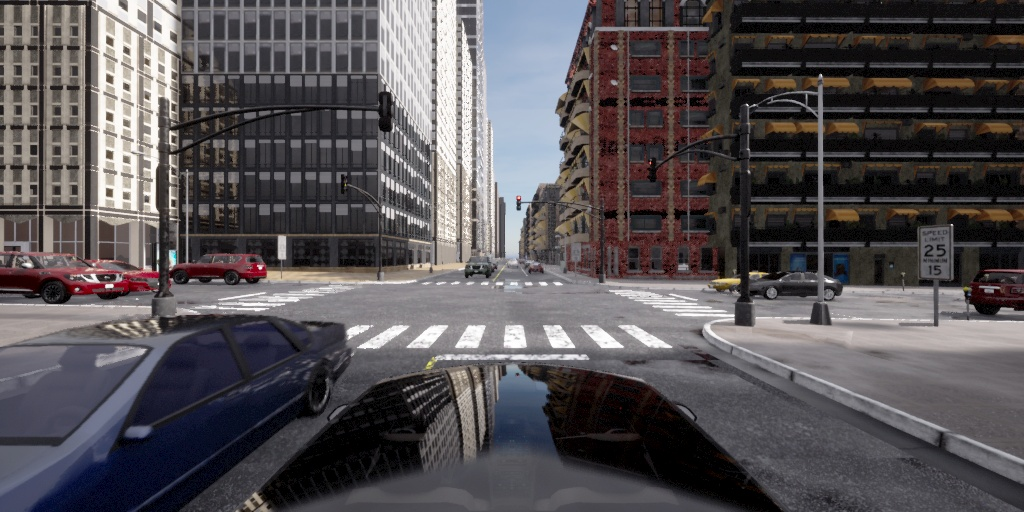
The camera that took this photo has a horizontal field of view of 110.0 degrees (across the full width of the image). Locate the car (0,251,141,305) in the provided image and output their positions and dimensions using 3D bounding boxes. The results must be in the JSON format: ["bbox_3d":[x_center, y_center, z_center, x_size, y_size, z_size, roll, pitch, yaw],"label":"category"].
[{"bbox_3d":[-17.567,0.757,13.365,5.009,1.841,2.192,0,0,0],"label":"car"}]

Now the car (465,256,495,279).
[{"bbox_3d":[-3.077,0.977,33.614,2.150,2.045,5.566,0,0,0],"label":"car"}]

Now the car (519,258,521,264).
[{"bbox_3d":[2.734,1.321,60.274,2.007,1.370,4.403,0,0,0],"label":"car"}]

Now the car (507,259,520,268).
[{"bbox_3d":[0.148,1.298,63.788,1.812,1.442,4.674,0,0,0],"label":"car"}]

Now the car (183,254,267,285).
[{"bbox_3d":[-17.695,0.776,21.744,5.009,1.841,2.192,0,0,0],"label":"car"}]

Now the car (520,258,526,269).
[{"bbox_3d":[2.729,1.317,54.626,2.007,1.370,4.403,0,0,0],"label":"car"}]

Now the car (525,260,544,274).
[{"bbox_3d":[2.770,1.341,41.709,1.802,1.307,4.207,0,0,0],"label":"car"}]

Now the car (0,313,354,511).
[{"bbox_3d":[-3.234,1.297,3.142,2.033,1.411,5.357,0,0,-2],"label":"car"}]

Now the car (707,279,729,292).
[{"bbox_3d":[14.645,1.587,22.003,4.829,1.417,1.751,0,0,0],"label":"car"}]

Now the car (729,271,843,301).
[{"bbox_3d":[14.926,1.561,19.385,4.892,1.490,1.837,1,0,2],"label":"car"}]

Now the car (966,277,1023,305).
[{"bbox_3d":[28.245,1.899,19.521,4.718,1.301,1.895,1,0,0],"label":"car"}]

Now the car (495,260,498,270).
[{"bbox_3d":[-3.063,1.286,43.688,1.812,1.442,4.674,0,0,0],"label":"car"}]

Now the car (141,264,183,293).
[{"bbox_3d":[-18.151,0.916,15.951,5.008,1.535,1.882,1,0,0],"label":"car"}]

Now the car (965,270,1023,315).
[{"bbox_3d":[20.607,1.461,13.703,5.009,1.841,2.192,0,0,0],"label":"car"}]

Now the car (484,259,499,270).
[{"bbox_3d":[-3.051,1.244,53.961,1.882,1.535,5.008,0,0,0],"label":"car"}]
